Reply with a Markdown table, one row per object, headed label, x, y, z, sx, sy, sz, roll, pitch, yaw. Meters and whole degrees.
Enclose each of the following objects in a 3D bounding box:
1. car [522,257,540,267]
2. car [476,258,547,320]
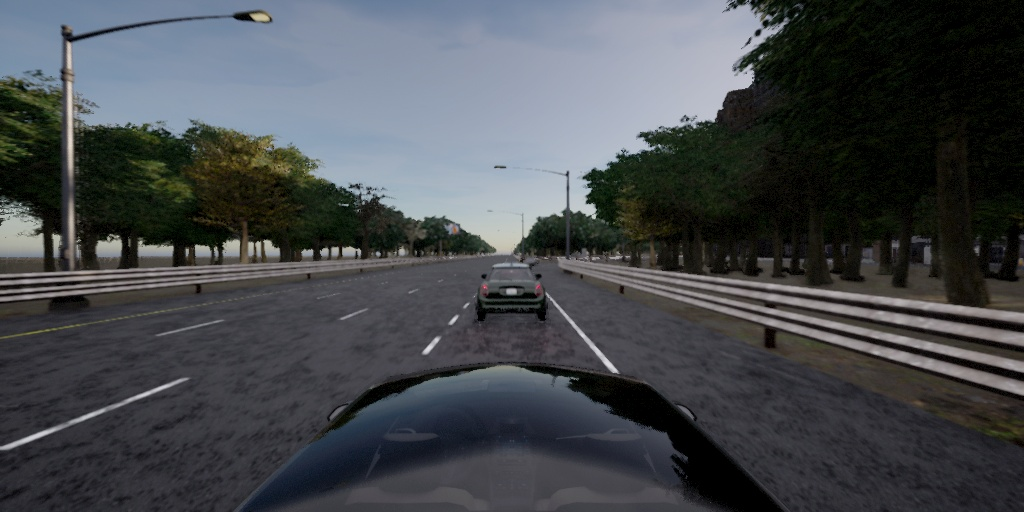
| label | x | y | z | sx | sy | sz | roll | pitch | yaw |
| --- | --- | --- | --- | --- | --- | --- | --- | --- | --- |
| car | 3.027 | 0.936 | 56.258 | 1.994 | 1.385 | 4.181 | 0 | 0 | 15 |
| car | -0.013 | 1.028 | 12.474 | 2.097 | 1.767 | 4.553 | 0 | 0 | 0 |
